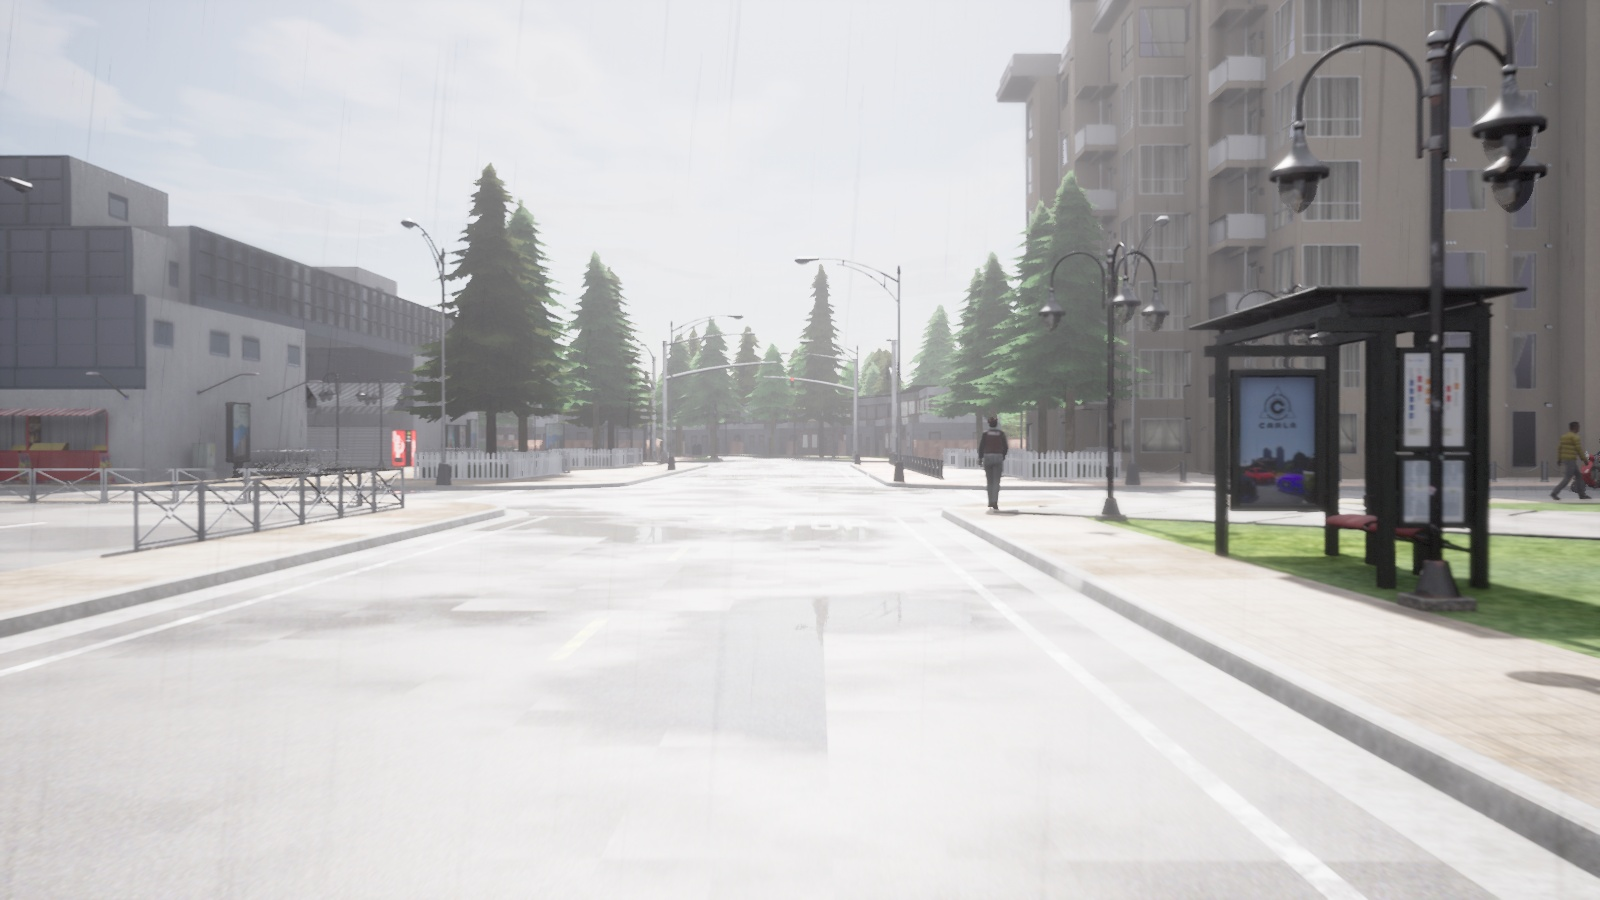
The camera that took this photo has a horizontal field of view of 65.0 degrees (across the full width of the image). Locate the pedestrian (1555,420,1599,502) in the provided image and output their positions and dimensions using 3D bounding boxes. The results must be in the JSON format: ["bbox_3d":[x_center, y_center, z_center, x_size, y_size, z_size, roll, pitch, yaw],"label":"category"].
[{"bbox_3d":[17.447,0.240,28.213,0.709,1.840,0.431,0,0,4],"label":"pedestrian"}]

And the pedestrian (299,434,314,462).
[{"bbox_3d":[-33.466,-0.114,85.178,0.849,1.883,0.563,0,0,0],"label":"pedestrian"}]

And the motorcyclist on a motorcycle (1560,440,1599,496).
[{"bbox_3d":[22.705,0.503,35.557,1.817,1.590,0.866,0,0,1],"label":"motorcyclist on a motorcycle"}]

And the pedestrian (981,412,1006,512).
[{"bbox_3d":[3.815,0.235,24.721,0.402,1.930,0.666,0,0,16],"label":"pedestrian"}]
